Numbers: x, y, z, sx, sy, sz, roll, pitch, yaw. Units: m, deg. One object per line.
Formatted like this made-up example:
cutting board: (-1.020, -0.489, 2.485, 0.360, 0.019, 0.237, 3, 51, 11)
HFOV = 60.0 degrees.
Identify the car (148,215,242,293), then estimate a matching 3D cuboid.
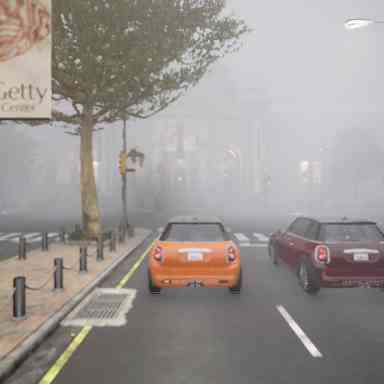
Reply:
car: (0.072, 1.411, 9.213, 2.097, 1.767, 4.553, 0, 0, 0)

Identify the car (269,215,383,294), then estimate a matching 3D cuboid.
car: (3.578, 1.411, 9.133, 2.097, 1.767, 4.553, 0, 0, 0)
